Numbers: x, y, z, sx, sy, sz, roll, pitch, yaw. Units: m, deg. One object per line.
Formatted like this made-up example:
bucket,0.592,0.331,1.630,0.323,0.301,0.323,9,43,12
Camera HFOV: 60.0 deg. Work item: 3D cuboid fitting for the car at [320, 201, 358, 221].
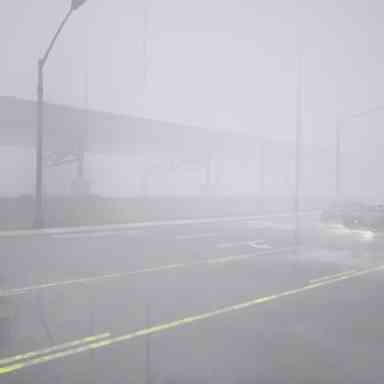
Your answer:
car,11.740,1.448,25.233,4.892,1.490,1.837,0,0,-35

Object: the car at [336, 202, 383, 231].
car,11.142,1.525,20.450,4.181,1.385,1.994,0,0,-35
